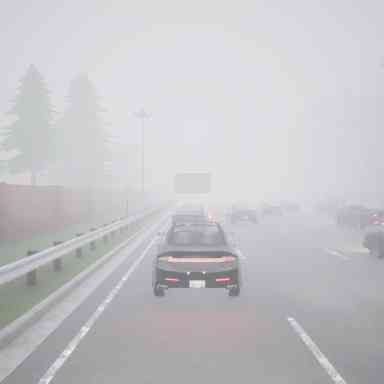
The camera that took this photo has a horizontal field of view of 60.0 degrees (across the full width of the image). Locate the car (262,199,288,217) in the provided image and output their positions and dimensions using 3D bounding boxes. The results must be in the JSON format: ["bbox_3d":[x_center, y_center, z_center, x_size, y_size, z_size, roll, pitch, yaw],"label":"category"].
[{"bbox_3d":[7.100,1.525,30.752,1.812,1.442,4.674,0,0,0],"label":"car"}]

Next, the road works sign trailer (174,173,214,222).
[{"bbox_3d":[0.065,0.464,22.957,2.380,3.560,2.880,0,0,-1],"label":"road works sign trailer"}]

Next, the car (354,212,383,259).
[{"bbox_3d":[7.101,1.548,9.614,2.033,1.411,5.357,0,0,0],"label":"car"}]

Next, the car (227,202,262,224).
[{"bbox_3d":[3.600,1.526,24.422,1.812,1.442,4.674,0,0,1],"label":"car"}]

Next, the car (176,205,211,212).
[{"bbox_3d":[0.015,1.474,19.038,1.882,1.535,5.008,0,0,5],"label":"car"}]

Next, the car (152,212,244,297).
[{"bbox_3d":[0.101,1.491,8.589,2.128,1.511,4.902,0,0,0],"label":"car"}]

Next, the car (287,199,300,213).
[{"bbox_3d":[10.601,1.526,37.347,1.812,1.442,4.674,0,0,0],"label":"car"}]

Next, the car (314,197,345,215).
[{"bbox_3d":[14.099,1.352,33.637,2.097,1.767,4.553,0,0,0],"label":"car"}]

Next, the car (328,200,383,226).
[{"bbox_3d":[10.601,1.504,20.775,1.837,1.490,4.892,0,0,0],"label":"car"}]
